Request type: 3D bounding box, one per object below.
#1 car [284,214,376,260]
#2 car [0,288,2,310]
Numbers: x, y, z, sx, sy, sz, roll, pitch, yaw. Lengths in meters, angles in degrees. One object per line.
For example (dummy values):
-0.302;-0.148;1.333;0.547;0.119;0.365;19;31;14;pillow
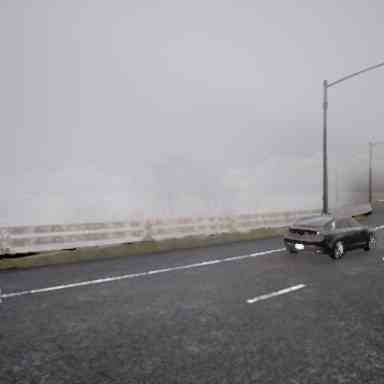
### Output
5.537;1.638;13.101;4.892;1.490;1.837;0;0;-41;car
-5.320;1.620;4.555;4.718;1.301;1.895;1;-1;-35;car
